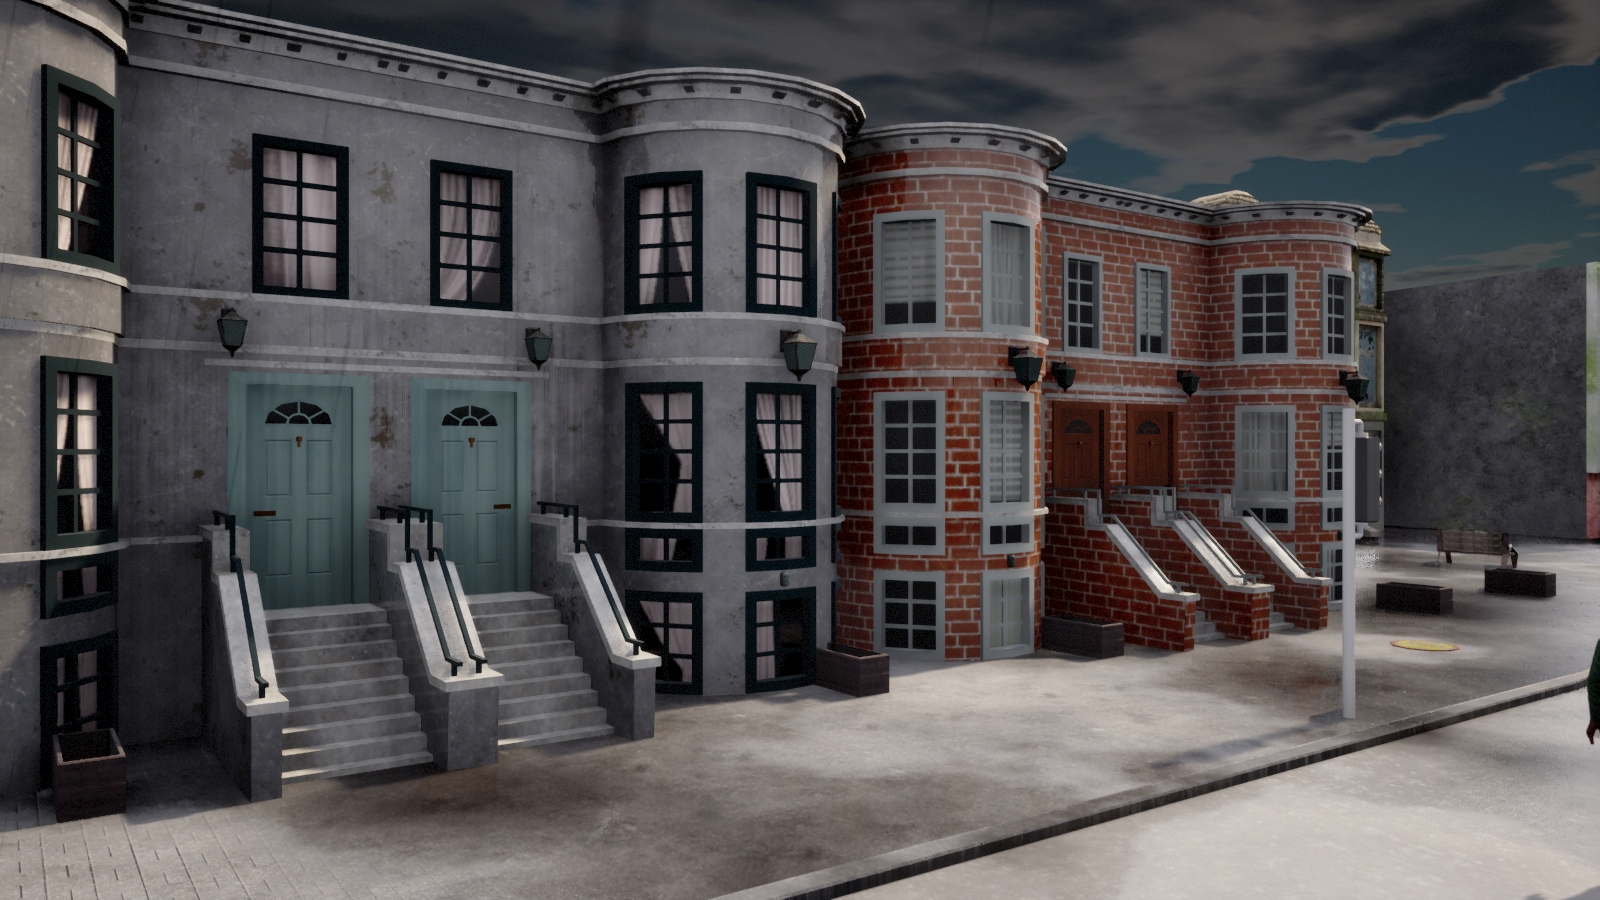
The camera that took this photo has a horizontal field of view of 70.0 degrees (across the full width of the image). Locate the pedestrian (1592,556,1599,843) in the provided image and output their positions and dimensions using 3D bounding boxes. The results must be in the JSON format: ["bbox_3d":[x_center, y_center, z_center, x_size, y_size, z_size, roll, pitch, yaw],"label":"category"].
[{"bbox_3d":[5.448,1.628,7.417,0.375,1.860,0.375,0,0,-30],"label":"pedestrian"}]
